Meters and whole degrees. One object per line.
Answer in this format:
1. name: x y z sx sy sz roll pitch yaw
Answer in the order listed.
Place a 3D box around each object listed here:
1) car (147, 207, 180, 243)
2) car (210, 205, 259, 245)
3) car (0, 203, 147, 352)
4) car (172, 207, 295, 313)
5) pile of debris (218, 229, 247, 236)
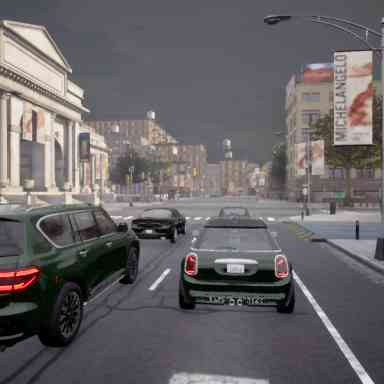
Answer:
1. car: -1.459 1.478 16.209 1.882 1.535 5.008 0 0 7
2. car: 2.136 1.490 16.754 2.128 1.511 4.902 0 0 7
3. car: -2.671 1.221 6.533 2.150 2.045 5.566 0 0 6
4. car: 1.009 1.352 7.903 2.097 1.767 4.553 0 0 7
5. pile of debris: 2.192 2.175 17.989 1.500 0.140 1.860 0 0 8
